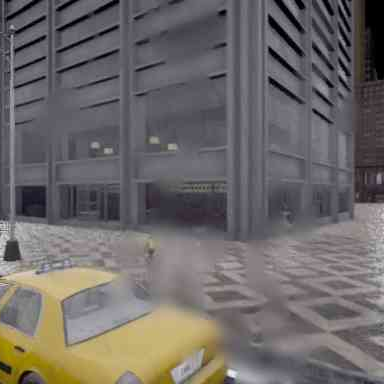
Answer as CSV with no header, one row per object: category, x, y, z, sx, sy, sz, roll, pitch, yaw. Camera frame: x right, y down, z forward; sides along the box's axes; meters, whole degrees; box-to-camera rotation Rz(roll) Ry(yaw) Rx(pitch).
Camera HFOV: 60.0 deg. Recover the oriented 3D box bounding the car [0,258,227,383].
car,-1.918,1.548,4.329,4.829,1.417,1.752,0,0,35
